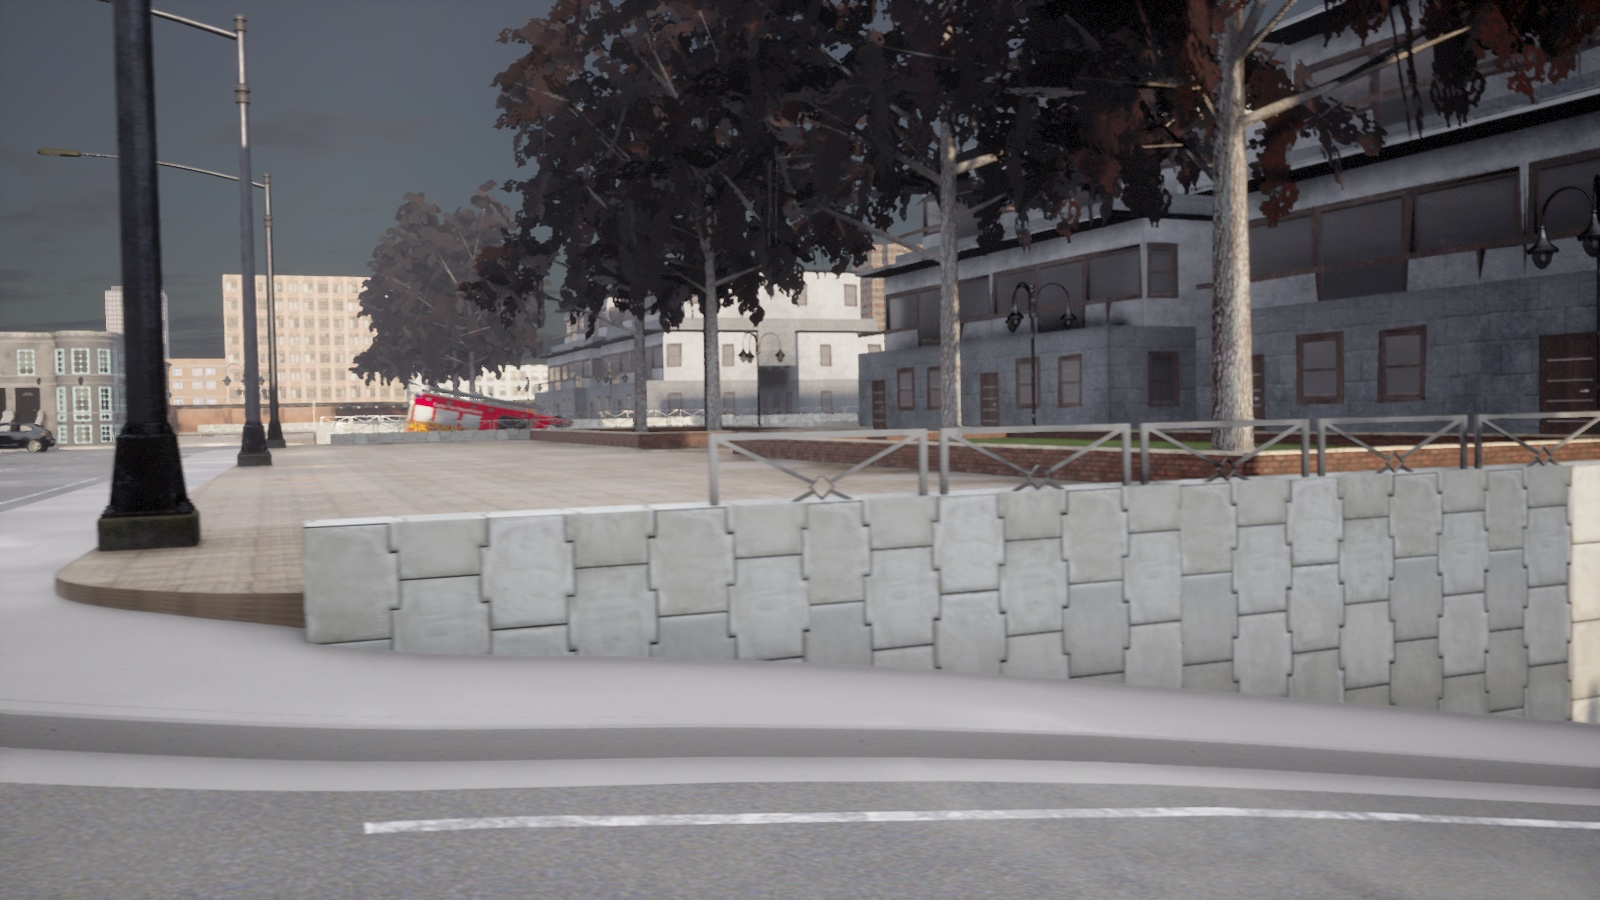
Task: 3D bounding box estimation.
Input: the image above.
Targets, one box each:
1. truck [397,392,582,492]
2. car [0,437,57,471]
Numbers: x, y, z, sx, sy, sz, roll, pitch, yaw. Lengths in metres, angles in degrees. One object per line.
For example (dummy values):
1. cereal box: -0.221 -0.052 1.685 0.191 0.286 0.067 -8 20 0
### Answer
1. truck: -15.965 -0.383 64.713 8.468 3.827 2.891 9 -3 -22
2. car: -37.936 0.235 59.696 4.193 1.474 1.816 -3 2 -22
